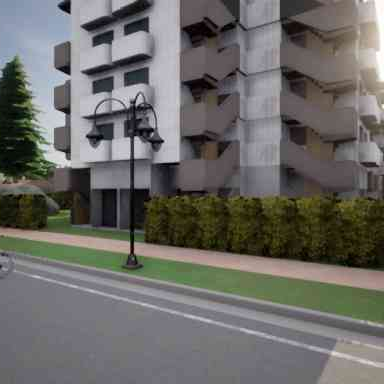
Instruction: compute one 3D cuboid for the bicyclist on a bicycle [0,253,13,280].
[{"bbox_3d":[-5.168,1.440,8.038,0.582,1.620,1.656,0,1,34],"label":"bicyclist on a bicycle"}]
